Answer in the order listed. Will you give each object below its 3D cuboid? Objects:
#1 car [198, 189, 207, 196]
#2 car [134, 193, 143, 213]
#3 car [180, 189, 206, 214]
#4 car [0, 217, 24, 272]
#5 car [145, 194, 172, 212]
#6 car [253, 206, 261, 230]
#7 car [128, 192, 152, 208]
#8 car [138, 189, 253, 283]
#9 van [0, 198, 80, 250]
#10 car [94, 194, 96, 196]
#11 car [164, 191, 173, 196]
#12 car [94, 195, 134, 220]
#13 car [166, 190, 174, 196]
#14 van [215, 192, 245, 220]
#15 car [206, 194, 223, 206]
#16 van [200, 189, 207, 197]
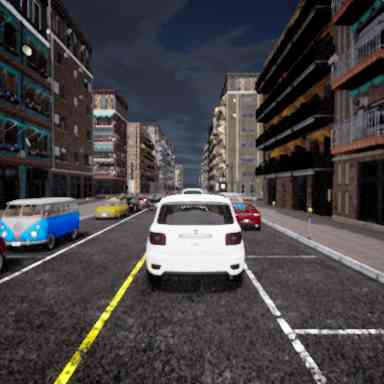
[{"bbox_3d":[2.640,0.102,84.559,2.192,1.841,5.009,-1,1,0],"label":"car"},{"bbox_3d":[-5.724,1.093,29.867,1.947,1.339,4.313,0,1,0],"label":"car"},{"bbox_3d":[0.063,0.742,30.272,2.150,2.045,5.566,0,1,0],"label":"car"},{"bbox_3d":[-5.702,1.462,7.224,1.802,1.307,4.206,0,1,0],"label":"car"},{"bbox_3d":[-3.125,0.985,32.119,2.128,1.511,4.902,0,1,0],"label":"car"},{"bbox_3d":[2.667,1.246,18.528,1.887,1.381,4.507,0,1,0],"label":"car"},{"bbox_3d":[-5.775,0.856,37.376,1.967,1.590,4.097,0,1,0],"label":"car"},{"bbox_3d":[0.070,1.069,9.286,2.150,2.045,5.566,0,1,0],"label":"car"},{"bbox_3d":[-5.709,1.131,12.882,1.690,1.788,3.998,0,1,0],"label":"van"},{"bbox_3d":[-17.789,0.614,56.331,4.206,1.307,1.802,1,1,0],"label":"car"},{"bbox_3d":[-5.924,0.368,84.604,1.802,1.307,4.206,-1,1,0],"label":"car"},{"bbox_3d":[-5.719,1.141,24.036,1.752,1.417,4.829,0,1,0],"label":"car"},{"bbox_3d":[-5.929,0.286,90.125,1.947,1.339,4.313,-1,1,0],"label":"car"},{"bbox_3d":[2.660,0.955,24.185,1.690,1.788,3.998,0,1,0],"label":"van"},{"bbox_3d":[2.752,0.944,41.167,1.802,1.307,4.206,0,1,0],"label":"car"},{"bbox_3d":[2.734,0.196,79.062,1.690,1.788,3.998,-1,1,0],"label":"van"}]
